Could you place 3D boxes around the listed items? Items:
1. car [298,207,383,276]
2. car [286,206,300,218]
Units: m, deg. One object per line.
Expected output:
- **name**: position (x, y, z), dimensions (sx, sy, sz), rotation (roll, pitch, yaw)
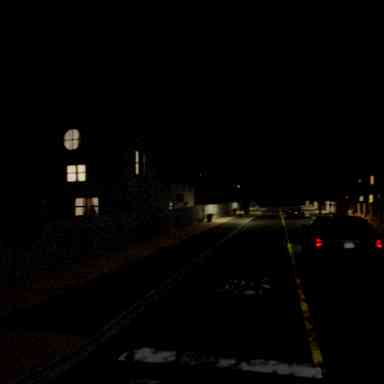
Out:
- **car**: position (4.948, 1.566, 11.372), dimensions (2.097, 1.767, 4.553), rotation (-1, -1, 15)
- **car**: position (12.415, 2.378, 39.987), dimensions (1.994, 1.385, 4.181), rotation (-1, -1, 14)
